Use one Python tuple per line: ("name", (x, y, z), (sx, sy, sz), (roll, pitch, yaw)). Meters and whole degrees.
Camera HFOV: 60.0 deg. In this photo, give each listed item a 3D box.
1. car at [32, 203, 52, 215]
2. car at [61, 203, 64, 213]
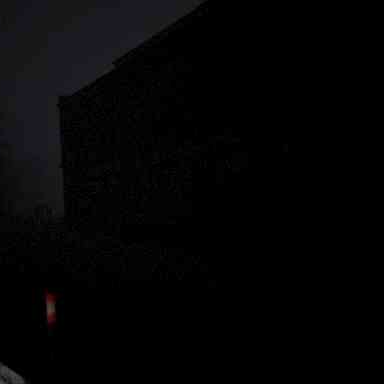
("car", (-19.911, 2.235, 44.071), (1.837, 1.490, 4.892), (-1, -2, -33))
("car", (-18.104, 2.177, 48.661), (1.882, 1.535, 5.008), (-2, 0, -22))
